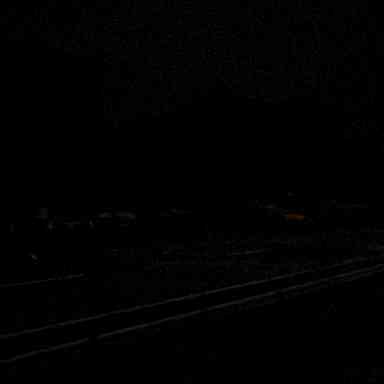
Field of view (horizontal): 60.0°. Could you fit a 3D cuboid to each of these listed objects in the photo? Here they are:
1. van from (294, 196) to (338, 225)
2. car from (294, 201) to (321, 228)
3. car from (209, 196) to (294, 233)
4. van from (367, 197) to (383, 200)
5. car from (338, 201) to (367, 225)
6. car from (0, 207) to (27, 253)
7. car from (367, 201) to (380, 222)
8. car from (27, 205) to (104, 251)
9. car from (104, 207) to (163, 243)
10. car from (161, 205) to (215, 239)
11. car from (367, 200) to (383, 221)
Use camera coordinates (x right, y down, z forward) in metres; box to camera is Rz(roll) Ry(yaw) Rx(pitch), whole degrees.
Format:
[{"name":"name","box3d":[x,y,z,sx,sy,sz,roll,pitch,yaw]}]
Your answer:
[{"name":"van","box3d":[7.775,1.384,24.121,1.878,1.987,4.442,1,0,-36]},{"name":"car","box3d":[5.552,1.582,22.447,1.946,1.575,5.366,1,0,-36]},{"name":"car","box3d":[3.203,1.309,20.961,2.435,2.045,5.566,1,0,-36]},{"name":"van","box3d":[18.943,1.527,32.390,1.878,1.987,4.442,1,0,-36]},{"name":"car","box3d":[9.983,1.384,25.808,2.435,2.045,5.566,1,0,-36]},{"name":"car","box3d":[-8.102,1.333,12.877,2.185,1.767,4.553,0,0,-36]},{"name":"car","box3d":[12.231,1.665,27.441,2.231,1.521,4.892,1,0,-36]},{"name":"car","box3d":[-5.840,1.351,14.494,2.185,1.767,4.553,0,0,-36]},{"name":"car","box3d":[-3.597,1.536,16.133,2.002,1.452,4.674,0,0,-36]},{"name":"car","box3d":[-1.334,1.518,17.746,2.231,1.521,4.892,1,0,-36]},{"name":"car","box3d":[14.504,1.721,29.037,2.163,1.488,4.792,1,0,-36]}]
